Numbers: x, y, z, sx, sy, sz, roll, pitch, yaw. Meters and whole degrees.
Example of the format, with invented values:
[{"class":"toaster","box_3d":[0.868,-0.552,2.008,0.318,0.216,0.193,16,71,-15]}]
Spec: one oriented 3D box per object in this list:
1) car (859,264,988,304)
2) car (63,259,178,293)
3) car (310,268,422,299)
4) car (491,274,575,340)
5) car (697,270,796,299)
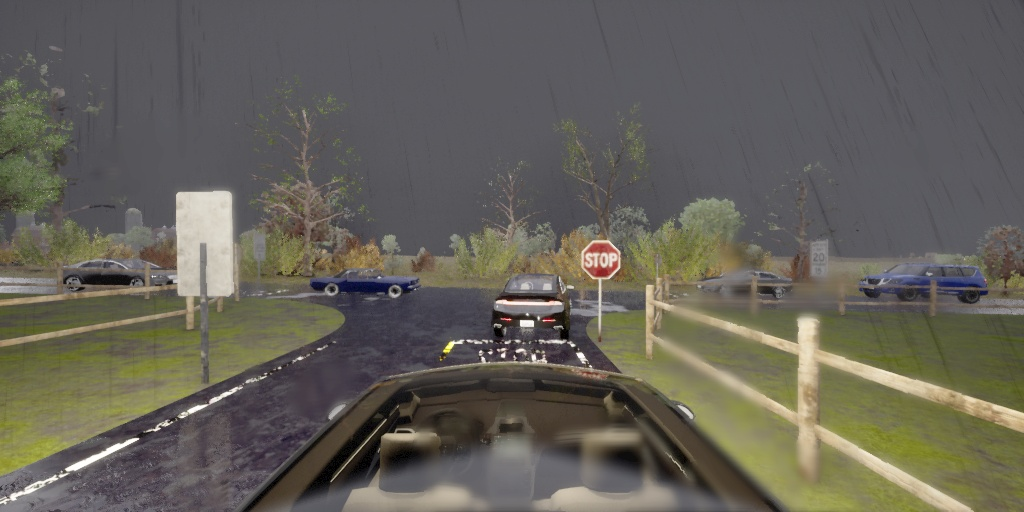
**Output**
[{"class":"car","box_3d":[22.899,1.466,20.054,5.566,2.045,2.150,1,1,0]},{"class":"car","box_3d":[-18.490,0.885,17.154,4.902,1.511,2.128,1,1,0]},{"class":"car","box_3d":[-6.822,1.248,17.138,4.718,1.301,1.895,1,1,0]},{"class":"car","box_3d":[0.706,1.240,10.107,2.128,1.511,4.902,0,0,9]},{"class":"car","box_3d":[13.003,1.525,20.065,4.902,1.511,2.128,1,1,0]}]
